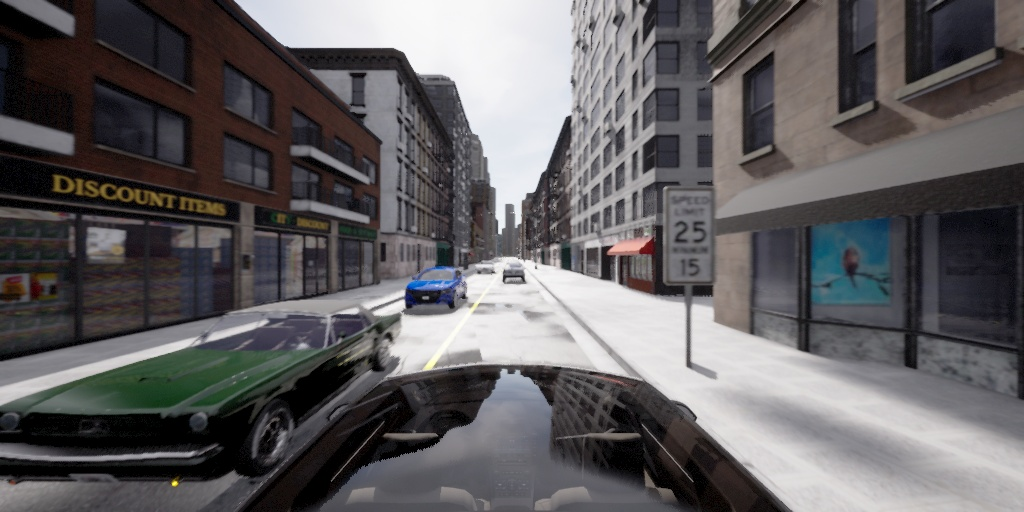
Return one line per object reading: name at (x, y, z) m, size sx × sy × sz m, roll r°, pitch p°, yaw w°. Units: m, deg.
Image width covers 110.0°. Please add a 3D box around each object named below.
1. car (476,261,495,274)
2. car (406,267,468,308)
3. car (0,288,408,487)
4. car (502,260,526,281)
car at (-2.920, 1.263, 40.994) m, size 1.812 × 1.442 × 4.674 m, roll 0°, pitch 0°, yaw 0°
car at (-3.060, 1.219, 15.278) m, size 1.882 × 1.535 × 5.008 m, roll 0°, pitch 0°, yaw 0°
car at (-3.098, 1.344, 4.865) m, size 1.895 × 1.301 × 4.718 m, roll 0°, pitch 0°, yaw 0°
car at (0.141, 1.293, 29.441) m, size 2.033 × 1.411 × 5.357 m, roll 0°, pitch 0°, yaw 0°
